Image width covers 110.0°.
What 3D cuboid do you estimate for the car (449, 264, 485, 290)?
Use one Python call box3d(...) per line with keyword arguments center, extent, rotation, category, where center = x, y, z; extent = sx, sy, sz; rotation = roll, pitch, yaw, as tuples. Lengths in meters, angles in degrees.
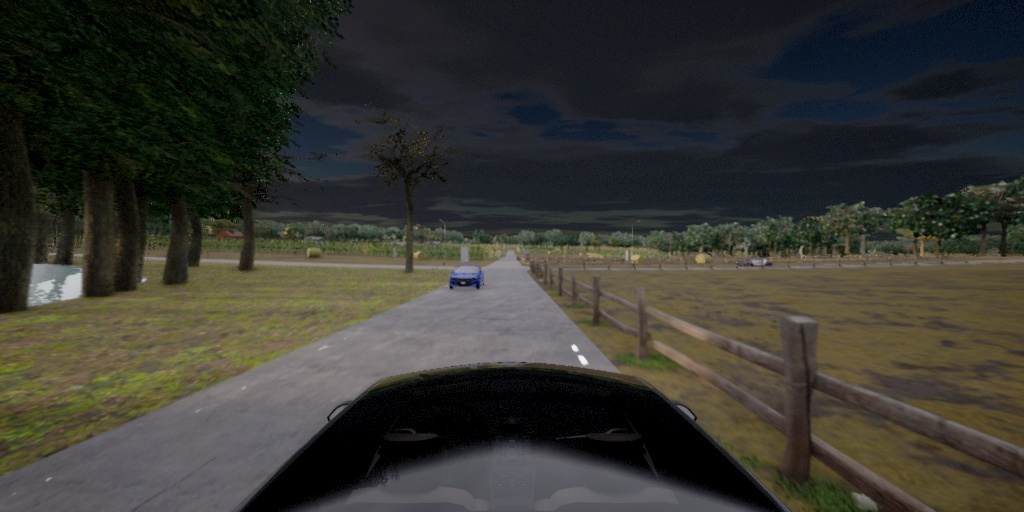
box3d(center=(-2.836, 1.289, 23.312), extent=(1.882, 1.535, 5.008), rotation=(0, 0, 0), category="car")
